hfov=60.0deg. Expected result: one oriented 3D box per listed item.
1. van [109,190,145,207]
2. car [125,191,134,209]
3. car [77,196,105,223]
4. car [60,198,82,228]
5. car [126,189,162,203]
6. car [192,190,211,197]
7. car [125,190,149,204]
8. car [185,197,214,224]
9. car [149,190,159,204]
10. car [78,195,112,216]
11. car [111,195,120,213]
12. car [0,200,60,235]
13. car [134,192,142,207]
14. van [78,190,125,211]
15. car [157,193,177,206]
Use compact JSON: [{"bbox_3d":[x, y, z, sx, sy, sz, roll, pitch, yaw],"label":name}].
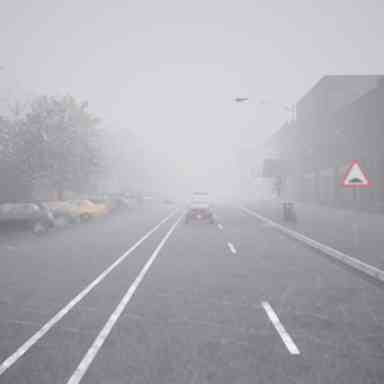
[{"bbox_3d":[-8.465,0.828,43.143,4.442,1.987,1.878,-1,1,-18],"label":"van"},{"bbox_3d":[-8.691,1.045,34.303,4.553,1.767,2.185,-1,0,-18],"label":"car"},{"bbox_3d":[-8.891,1.299,22.521,5.366,1.575,1.946,-1,0,-18],"label":"car"},{"bbox_3d":[-9.163,1.335,19.491,4.892,1.521,2.231,-1,0,-19],"label":"car"},{"bbox_3d":[-7.973,0.628,55.000,5.566,2.045,2.435,-1,1,-18],"label":"car"},{"bbox_3d":[1.136,0.807,41.421,2.150,2.045,5.566,0,1,3],"label":"car"},{"bbox_3d":[-8.489,0.842,40.216,5.566,2.045,2.435,-1,1,-18],"label":"car"},{"bbox_3d":[0.527,1.333,23.083,1.812,1.442,4.674,0,1,2],"label":"car"},{"bbox_3d":[-7.984,0.960,49.176,5.366,1.575,1.946,-1,1,-18],"label":"car"},{"bbox_3d":[-9.144,1.273,25.372,5.366,1.575,1.946,-1,1,-18],"label":"car"},{"bbox_3d":[-8.890,1.271,28.381,4.792,1.488,2.163,-1,1,-18],"label":"car"},{"bbox_3d":[-9.207,1.235,16.527,4.553,1.767,2.185,-1,1,-19],"label":"car"},{"bbox_3d":[-8.566,1.132,37.276,5.008,1.535,2.097,-1,0,-18],"label":"car"},{"bbox_3d":[-8.871,0.982,31.308,4.442,1.987,1.878,-1,1,-18],"label":"van"},{"bbox_3d":[-3.056,1.078,45.537,2.033,1.411,5.357,0,1,2],"label":"car"}]
